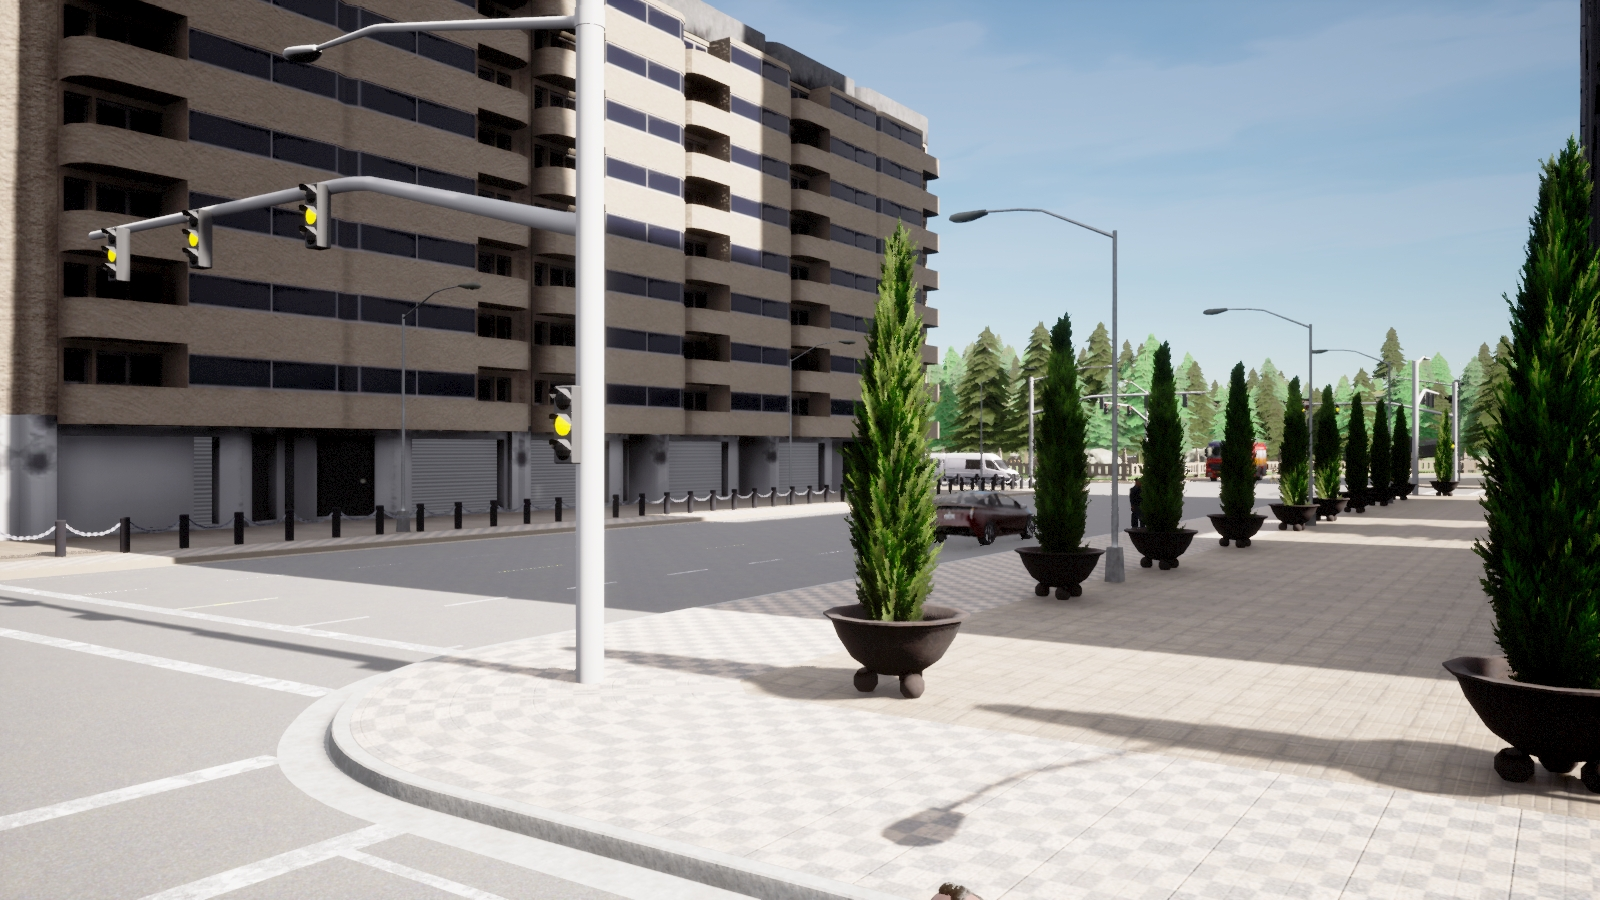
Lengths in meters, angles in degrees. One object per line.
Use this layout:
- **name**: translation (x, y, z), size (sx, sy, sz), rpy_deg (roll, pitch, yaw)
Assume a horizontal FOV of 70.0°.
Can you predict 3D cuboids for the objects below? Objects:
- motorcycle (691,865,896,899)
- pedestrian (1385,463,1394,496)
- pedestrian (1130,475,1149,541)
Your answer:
- **motorcycle**: translation (0.516, 2.205, 3.364), size (2.209, 1.251, 0.867), rpy_deg (0, 0, 34)
- **pedestrian**: translation (33.020, 1.639, 63.974), size (0.375, 1.860, 0.375), rpy_deg (0, 0, 40)
- **pedestrian**: translation (9.625, 1.642, 32.369), size (0.375, 1.860, 0.375), rpy_deg (0, 0, -16)
